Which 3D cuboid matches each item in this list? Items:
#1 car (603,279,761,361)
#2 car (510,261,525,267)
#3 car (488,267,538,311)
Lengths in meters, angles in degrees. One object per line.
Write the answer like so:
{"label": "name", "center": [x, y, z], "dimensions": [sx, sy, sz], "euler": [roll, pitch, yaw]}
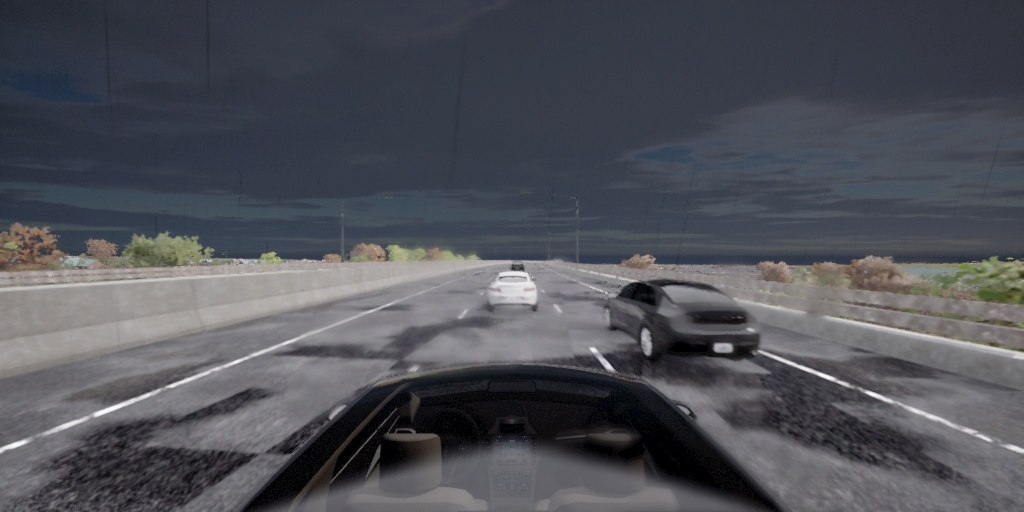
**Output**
{"label": "car", "center": [3.509, 1.285, 8.358], "dimensions": [1.837, 1.490, 4.892], "euler": [0, 0, 0]}
{"label": "car", "center": [0.782, 1.488, 50.060], "dimensions": [1.882, 1.535, 5.008], "euler": [0, 0, 2]}
{"label": "car", "center": [0.048, 1.332, 14.628], "dimensions": [1.812, 1.442, 4.674], "euler": [0, 0, 1]}
